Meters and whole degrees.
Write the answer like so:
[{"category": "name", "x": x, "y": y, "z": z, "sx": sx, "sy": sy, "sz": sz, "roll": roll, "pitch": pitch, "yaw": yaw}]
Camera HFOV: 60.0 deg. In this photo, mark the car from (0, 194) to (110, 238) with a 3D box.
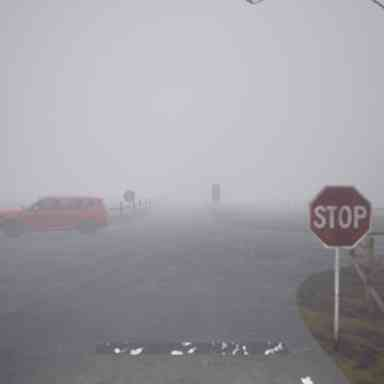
[{"category": "car", "x": -6.995, "y": 1.174, "z": 16.802, "sx": 5.566, "sy": 2.045, "sz": 2.150, "roll": 2, "pitch": 4, "yaw": -27}]
